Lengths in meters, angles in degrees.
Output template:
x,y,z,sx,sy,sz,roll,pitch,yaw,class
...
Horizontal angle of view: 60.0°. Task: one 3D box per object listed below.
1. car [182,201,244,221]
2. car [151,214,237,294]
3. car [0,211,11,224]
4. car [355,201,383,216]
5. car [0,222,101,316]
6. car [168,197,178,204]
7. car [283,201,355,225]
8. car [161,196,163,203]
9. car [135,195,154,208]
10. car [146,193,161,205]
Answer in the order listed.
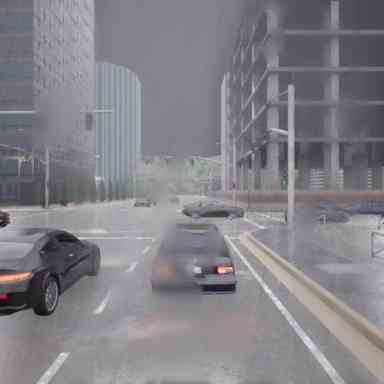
x,y,z,sx,sy,sz,roll,pitch,yaw,class
1.641,1.459,26.386,4.902,1.511,2.128,0,0,-1,car
0.050,1.547,8.900,2.033,1.411,5.357,0,0,0,car
-13.476,1.447,20.588,5.008,1.535,1.882,0,-1,24,car
15.833,1.492,30.215,5.357,1.411,2.033,0,0,0,car
-3.457,1.526,7.382,1.812,1.442,4.674,0,0,0,car
-3.540,1.547,62.422,2.033,1.411,5.357,0,0,0,car
8.501,1.507,22.956,4.181,1.385,1.994,0,0,-1,car
-7.170,1.352,68.298,2.097,1.767,4.553,0,0,0,car
-7.212,1.564,49.157,1.994,1.385,4.181,0,0,0,car
-7.215,1.221,58.476,2.150,2.045,5.566,0,0,0,car
